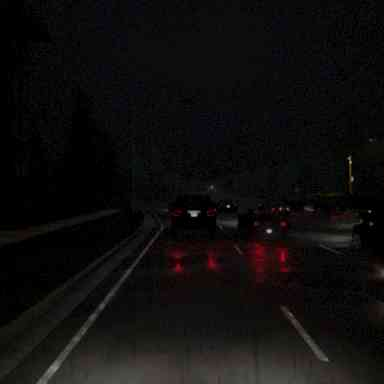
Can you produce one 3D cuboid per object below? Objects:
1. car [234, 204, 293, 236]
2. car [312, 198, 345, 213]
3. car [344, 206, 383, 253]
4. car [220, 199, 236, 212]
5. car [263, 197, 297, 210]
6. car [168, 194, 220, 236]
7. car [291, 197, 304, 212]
[{"bbox_3d":[3.604,1.513,17.716,1.895,1.301,4.718,0,0,0],"label":"car"},{"bbox_3d":[14.106,1.321,34.537,2.128,1.511,4.902,0,0,0],"label":"car"},{"bbox_3d":[7.099,1.424,10.789,1.882,1.535,5.008,0,0,0],"label":"car"},{"bbox_3d":[3.607,1.391,35.137,1.994,1.385,4.181,0,0,0],"label":"car"},{"bbox_3d":[7.106,1.404,29.110,2.033,1.411,5.357,0,0,0],"label":"car"},{"bbox_3d":[0.073,1.133,17.904,2.150,2.045,5.566,0,0,0],"label":"car"},{"bbox_3d":[10.607,1.299,36.110,1.882,1.535,5.008,0,0,0],"label":"car"}]
